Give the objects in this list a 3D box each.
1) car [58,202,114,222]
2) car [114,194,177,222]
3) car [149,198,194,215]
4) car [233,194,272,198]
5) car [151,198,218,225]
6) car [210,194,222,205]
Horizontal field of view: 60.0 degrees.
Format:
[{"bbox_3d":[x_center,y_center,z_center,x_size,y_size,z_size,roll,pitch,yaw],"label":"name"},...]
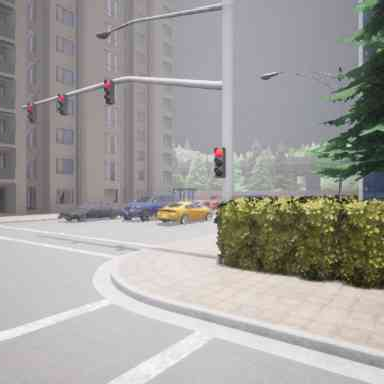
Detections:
[{"bbox_3d":[-7.847,1.547,26.530,2.033,1.411,5.357,0,0,36],"label":"car"},{"bbox_3d":[-3.225,1.221,26.916,2.150,2.045,5.566,0,0,36],"label":"car"},{"bbox_3d":[-2.043,1.478,34.439,1.882,1.535,5.008,0,0,36],"label":"car"},{"bbox_3d":[5.606,1.221,26.793,2.150,2.045,5.566,0,0,36],"label":"car"},{"bbox_3d":[-0.419,1.477,24.484,1.882,1.535,5.008,0,0,36],"label":"car"},{"bbox_3d":[3.119,1.221,35.551,2.150,2.045,5.566,0,0,36],"label":"car"}]
